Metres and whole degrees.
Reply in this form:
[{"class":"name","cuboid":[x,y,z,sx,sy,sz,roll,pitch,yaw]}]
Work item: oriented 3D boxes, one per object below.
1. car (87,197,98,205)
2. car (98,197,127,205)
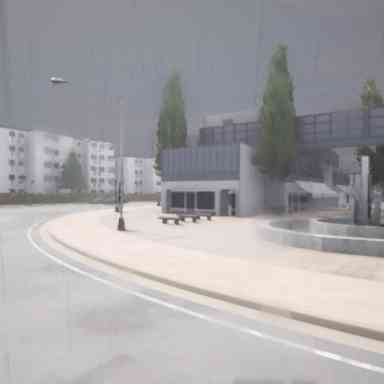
[{"class":"car","cuboid":[-16.687,1.648,61.321,2.033,1.411,5.357,0,0,33]},{"class":"car","cuboid":[-13.756,1.607,59.407,1.837,1.490,4.892,0,0,33]}]
